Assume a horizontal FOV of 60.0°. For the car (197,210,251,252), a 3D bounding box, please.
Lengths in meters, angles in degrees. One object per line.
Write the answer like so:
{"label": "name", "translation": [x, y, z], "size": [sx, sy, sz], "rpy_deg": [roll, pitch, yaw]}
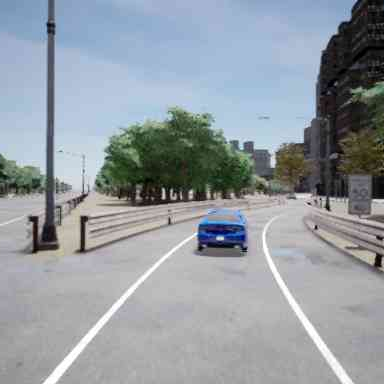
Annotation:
{"label": "car", "translation": [1.437, 1.501, 14.170], "size": [1.882, 1.535, 5.008], "rpy_deg": [0, 0, 10]}
